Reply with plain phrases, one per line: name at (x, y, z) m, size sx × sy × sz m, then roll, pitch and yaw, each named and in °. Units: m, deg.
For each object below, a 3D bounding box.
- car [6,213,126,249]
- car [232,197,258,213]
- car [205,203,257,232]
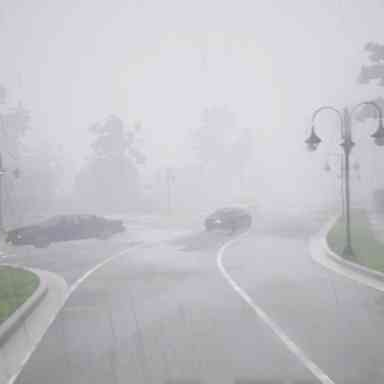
car at (-5.857, 1.747, 16.109) m, size 5.357 × 1.411 × 2.033 m, roll -1°, pitch 0°, yaw -44°
car at (5.405, 1.425, 34.818) m, size 2.097 × 1.767 × 4.553 m, roll -1°, pitch 0°, yaw 27°
car at (2.344, 1.608, 20.543) m, size 1.994 × 1.385 × 4.181 m, roll -1°, pitch 0°, yaw 25°
